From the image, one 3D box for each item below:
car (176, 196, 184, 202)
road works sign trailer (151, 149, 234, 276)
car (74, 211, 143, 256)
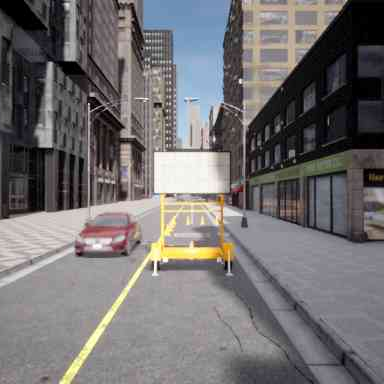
[{"bbox_3d":[-2.990,1.768,84.215,2.033,1.411,5.357,0,0,0],"label":"car"},{"bbox_3d":[0.007,0.468,10.360,2.380,3.560,2.880,0,0,0],"label":"road works sign trailer"},{"bbox_3d":[-3.099,1.530,13.197,1.812,1.442,4.674,0,0,0],"label":"car"}]
